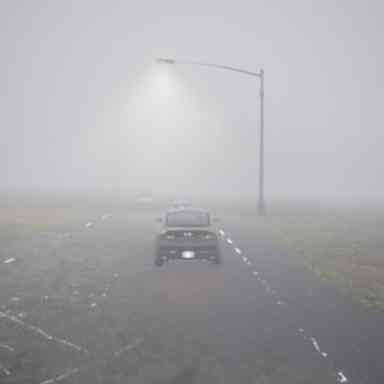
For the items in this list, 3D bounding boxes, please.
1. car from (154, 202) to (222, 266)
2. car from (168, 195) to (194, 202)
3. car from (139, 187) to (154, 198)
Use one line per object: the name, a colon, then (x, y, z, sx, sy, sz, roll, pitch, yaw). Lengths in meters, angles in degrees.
car: (-0.146, 1.264, 10.678, 1.837, 1.490, 4.892, 0, 1, -1)
car: (-0.801, 0.934, 24.624, 2.033, 1.411, 5.357, 0, 2, -3)
car: (-6.816, 0.068, 49.538, 2.128, 1.511, 4.902, 0, 2, -7)
